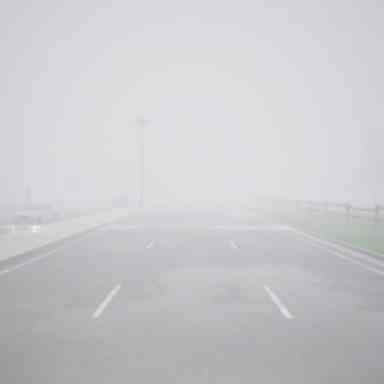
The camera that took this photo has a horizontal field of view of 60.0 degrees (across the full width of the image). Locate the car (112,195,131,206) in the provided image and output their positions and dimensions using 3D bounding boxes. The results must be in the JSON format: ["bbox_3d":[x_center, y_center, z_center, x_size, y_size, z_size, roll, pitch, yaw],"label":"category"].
[{"bbox_3d":[-11.193,1.318,52.801,2.097,1.767,4.553,0,-1,1],"label":"car"}]

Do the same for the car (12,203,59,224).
[{"bbox_3d":[-11.559,1.577,24.958,1.812,1.442,4.674,0,1,0],"label":"car"}]
